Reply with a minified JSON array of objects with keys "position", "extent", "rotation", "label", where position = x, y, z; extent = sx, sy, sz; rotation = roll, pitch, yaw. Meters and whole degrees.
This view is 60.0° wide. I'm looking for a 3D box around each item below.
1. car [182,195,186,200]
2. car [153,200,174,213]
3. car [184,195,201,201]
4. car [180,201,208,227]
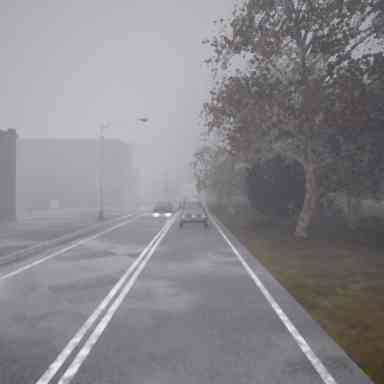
[{"position":[-1.721,1.500,92.599],"extent":[1.994,1.385,4.181],"rotation":[0,0,2],"label":"car"},{"position":[-3.136,1.601,37.134],"extent":[1.994,1.385,4.181],"rotation":[0,0,1],"label":"car"},{"position":[0.284,1.519,41.583],"extent":[1.882,1.535,5.008],"rotation":[0,0,1],"label":"car"},{"position":[0.115,1.545,22.805],"extent":[2.033,1.411,5.357],"rotation":[0,0,0],"label":"car"}]
